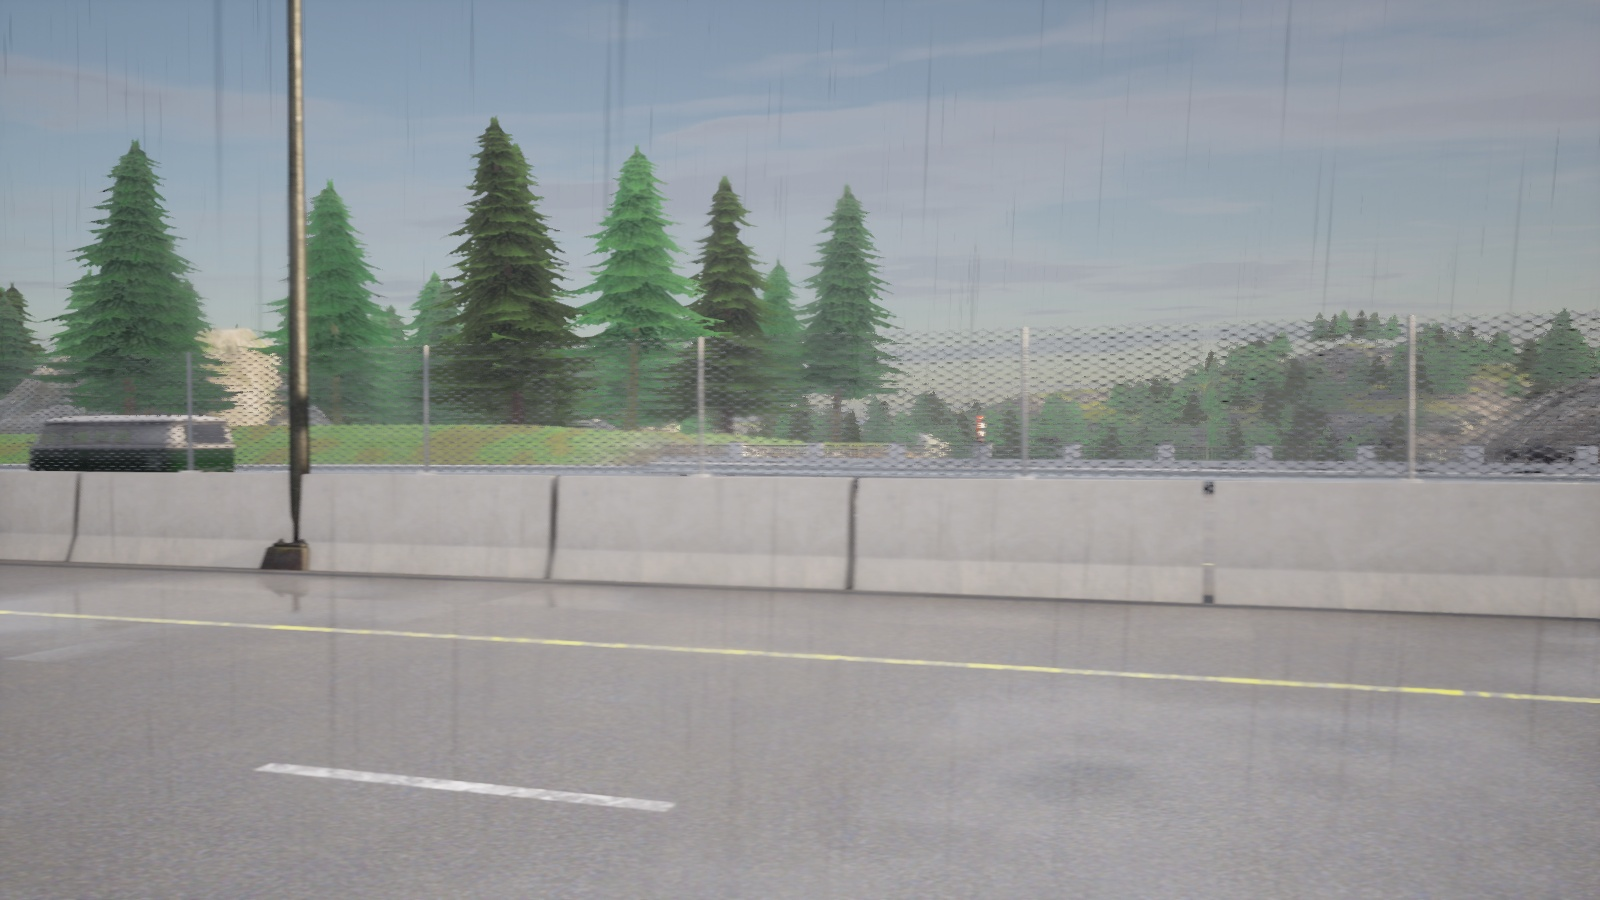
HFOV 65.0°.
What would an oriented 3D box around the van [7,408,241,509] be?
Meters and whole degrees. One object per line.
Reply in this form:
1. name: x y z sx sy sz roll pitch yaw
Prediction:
1. van: -14.213 0.145 26.434 4.442 1.987 1.775 0 1 19
